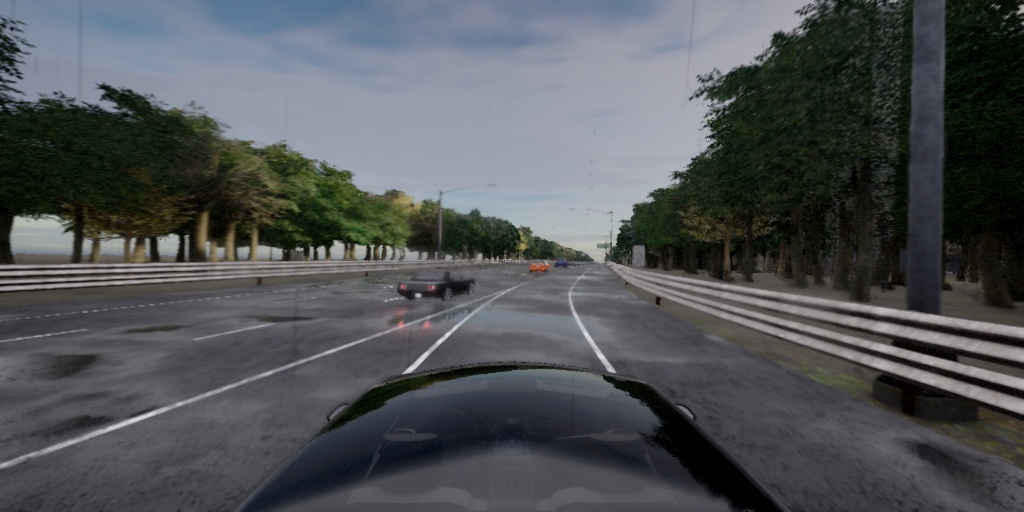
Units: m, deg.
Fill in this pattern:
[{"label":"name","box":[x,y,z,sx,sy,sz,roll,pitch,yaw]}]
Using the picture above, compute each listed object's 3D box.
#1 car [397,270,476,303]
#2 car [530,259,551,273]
[{"label":"car","box":[-3.231,1.296,16.476,1.895,1.301,4.718,1,0,14]},{"label":"car","box":[3.578,1.197,44.750,2.097,1.767,4.553,1,0,14]}]
